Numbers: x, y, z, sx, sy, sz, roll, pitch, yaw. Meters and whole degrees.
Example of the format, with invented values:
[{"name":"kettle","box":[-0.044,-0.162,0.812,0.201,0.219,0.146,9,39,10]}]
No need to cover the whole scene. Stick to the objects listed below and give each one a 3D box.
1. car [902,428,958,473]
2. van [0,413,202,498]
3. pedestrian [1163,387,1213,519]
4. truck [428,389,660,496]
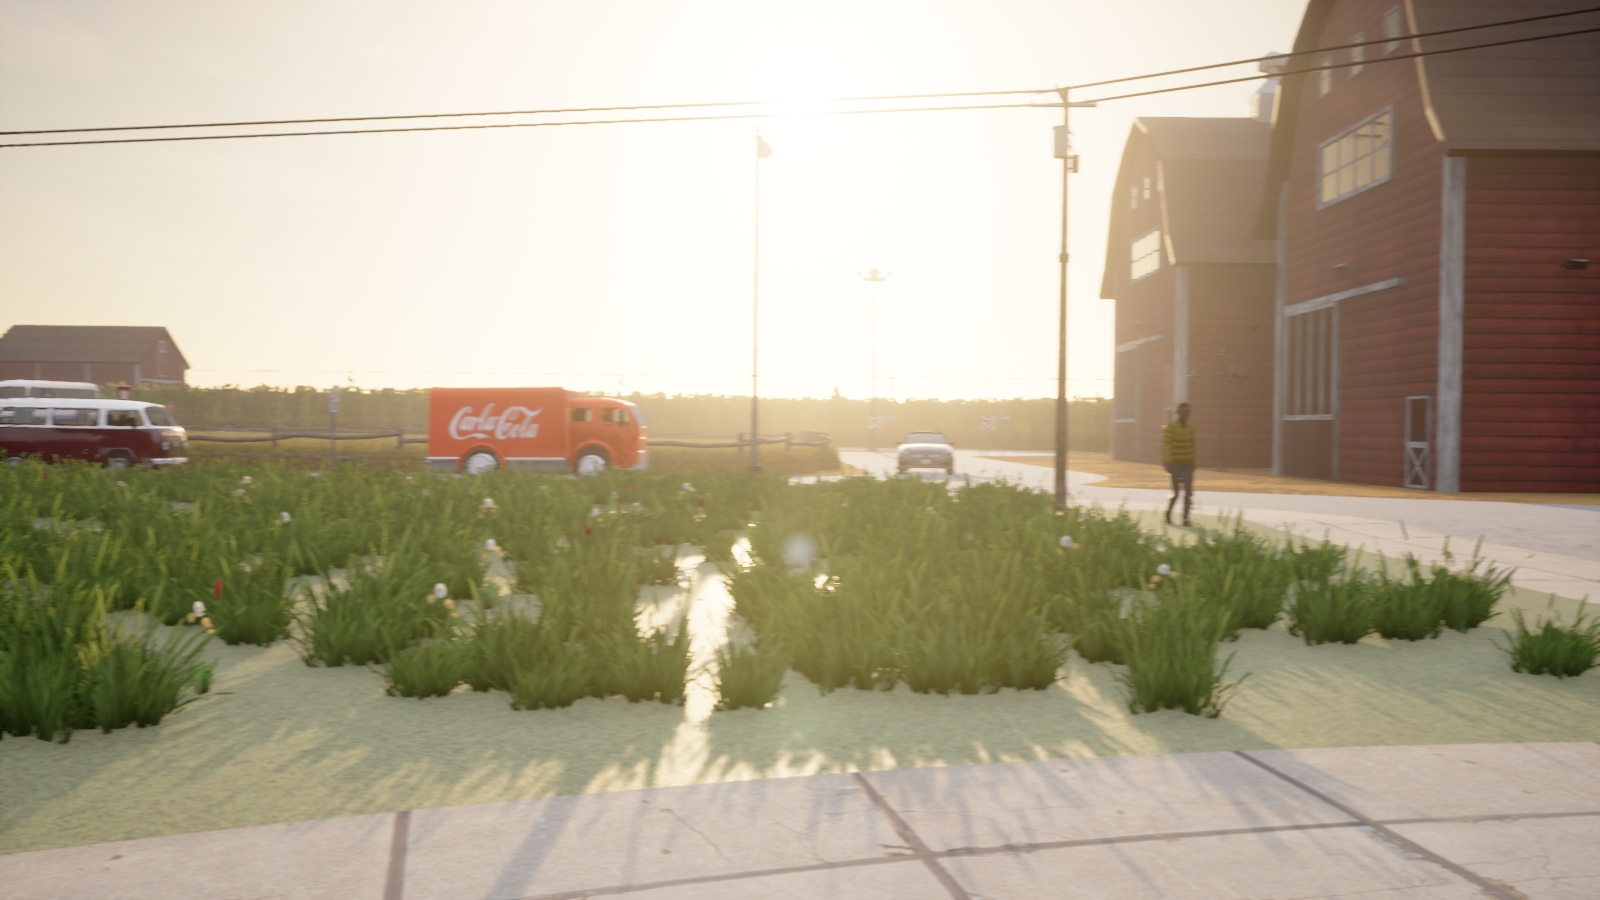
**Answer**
[{"name":"car","box":[4.412,-0.013,42.921,1.812,1.442,4.674,0,1,5]},{"name":"van","box":[-17.833,0.112,31.676,4.480,2.038,2.069,-1,1,-5]},{"name":"pedestrian","box":[5.506,0.037,17.833,0.431,1.840,0.709,-1,1,-5]},{"name":"truck","box":[-6.319,-0.200,31.573,5.204,2.467,2.627,-1,1,2]}]
